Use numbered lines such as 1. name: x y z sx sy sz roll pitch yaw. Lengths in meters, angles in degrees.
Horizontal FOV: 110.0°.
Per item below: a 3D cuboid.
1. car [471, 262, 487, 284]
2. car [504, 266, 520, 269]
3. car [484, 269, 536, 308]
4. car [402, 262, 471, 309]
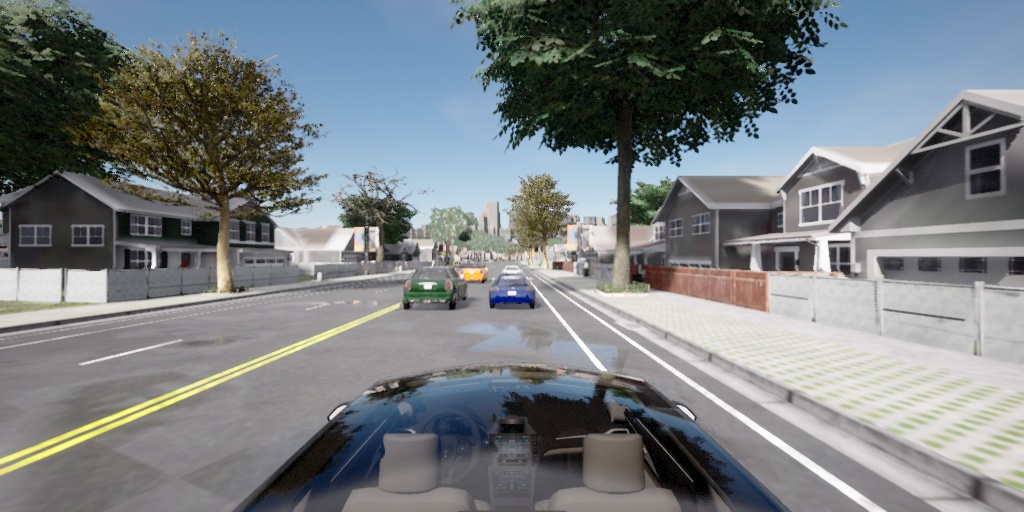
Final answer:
1. car: -3.237 1.380 30.929 2.097 1.767 4.553 0 -1 0
2. car: 0.016 1.559 31.243 1.812 1.442 4.674 0 0 0
3. car: 0.011 1.453 16.175 1.994 1.385 4.181 0 0 0
4. car: -3.241 1.236 15.932 2.097 1.767 4.553 0 -1 0
